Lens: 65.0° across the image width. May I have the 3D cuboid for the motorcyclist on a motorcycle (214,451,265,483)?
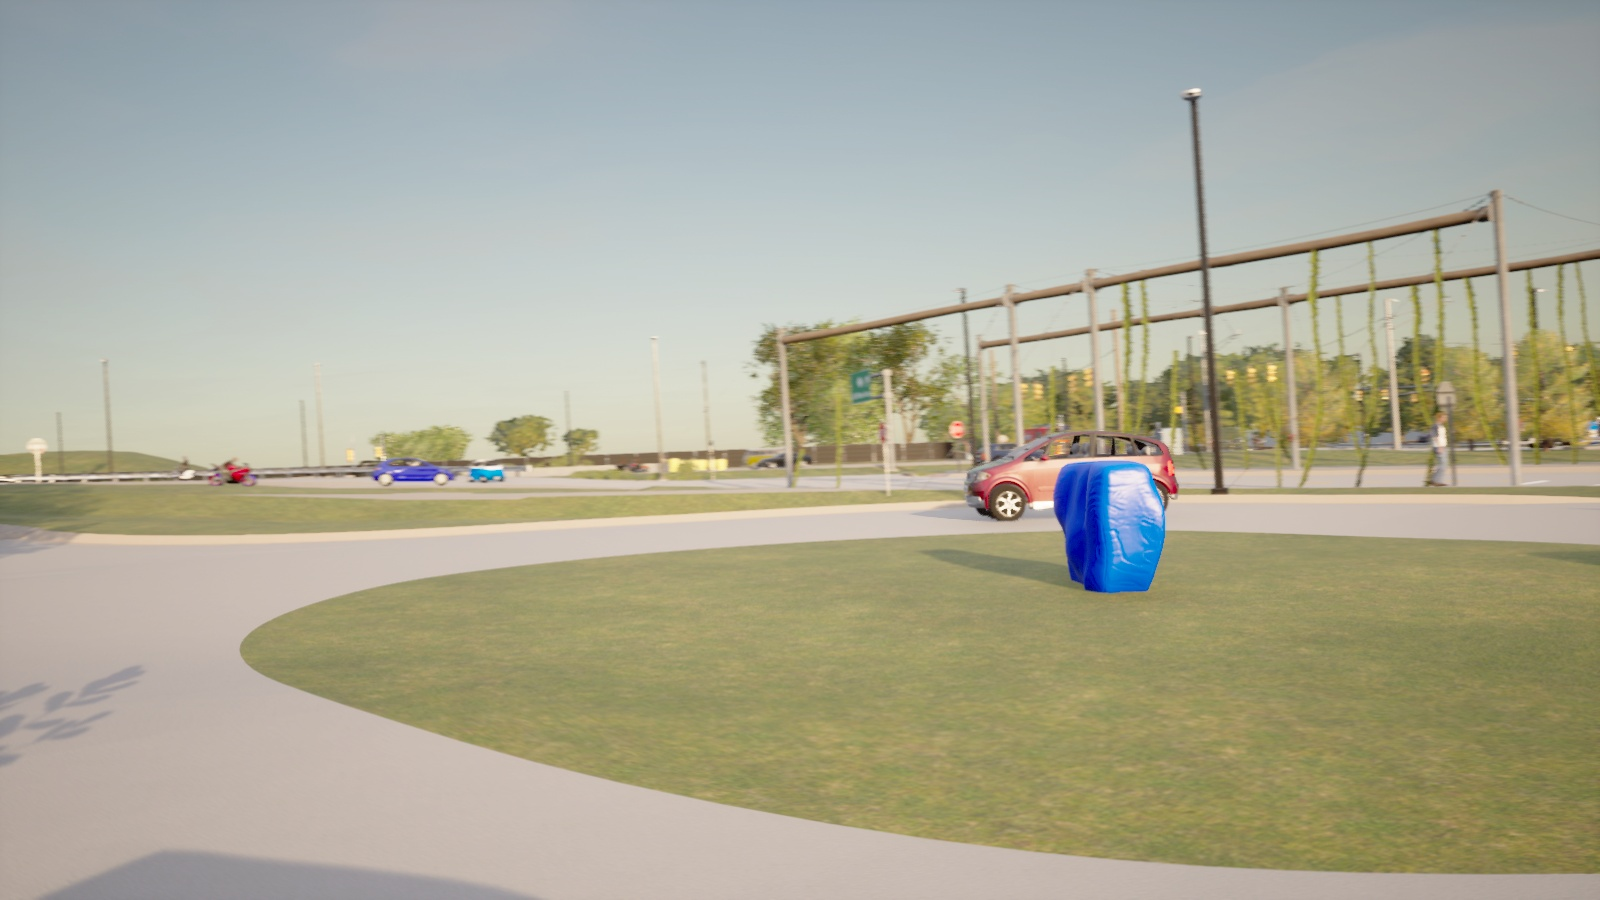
[{"bbox_3d":[-28.188,0.865,63.138,2.191,1.530,0.866,1,-2,-14],"label":"motorcyclist on a motorcycle"}]

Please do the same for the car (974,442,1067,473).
[{"bbox_3d":[12.761,0.433,72.629,4.856,1.649,2.033,-1,-1,-16],"label":"car"}]

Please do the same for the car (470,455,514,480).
[{"bbox_3d":[-17.985,1.032,73.278,2.207,1.376,1.481,0,1,40],"label":"car"}]

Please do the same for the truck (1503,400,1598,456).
[{"bbox_3d":[49.488,-1.448,82.685,7.936,3.462,2.891,-1,-1,-41],"label":"truck"}]

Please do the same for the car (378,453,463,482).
[{"bbox_3d":[-19.729,0.946,65.380,4.193,1.474,1.816,0,-2,-16],"label":"car"}]

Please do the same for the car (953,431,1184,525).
[{"bbox_3d":[4.755,0.483,22.584,3.705,1.549,1.789,-1,0,-2],"label":"car"}]

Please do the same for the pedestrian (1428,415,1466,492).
[{"bbox_3d":[15.806,0.077,30.674,0.706,1.836,0.354,-4,-1,29],"label":"pedestrian"}]
